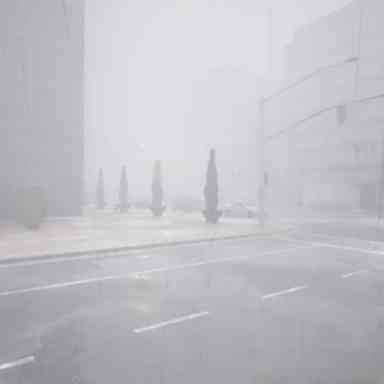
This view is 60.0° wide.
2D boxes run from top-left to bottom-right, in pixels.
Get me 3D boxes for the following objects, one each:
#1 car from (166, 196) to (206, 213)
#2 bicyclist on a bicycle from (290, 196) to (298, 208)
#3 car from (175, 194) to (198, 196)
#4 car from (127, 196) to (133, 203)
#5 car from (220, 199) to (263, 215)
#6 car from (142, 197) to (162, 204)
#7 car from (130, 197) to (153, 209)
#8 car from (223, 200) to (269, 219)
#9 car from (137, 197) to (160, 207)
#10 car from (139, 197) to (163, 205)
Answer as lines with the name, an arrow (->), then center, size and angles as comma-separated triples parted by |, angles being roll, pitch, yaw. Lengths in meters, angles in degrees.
car -> -0.502, 1.524, 37.675 | 2.128, 1.511, 4.902 | 0, 0, -35
bicyclist on a bicycle -> 13.640, 1.356, 44.463 | 1.656, 1.620, 0.582 | 0, 0, -35
car -> -0.181, 1.259, 43.326 | 2.150, 2.045, 5.566 | 0, 0, -35
car -> -13.125, 1.555, 68.150 | 2.128, 1.511, 4.902 | 0, 0, -35
car -> 5.187, 1.563, 35.629 | 1.812, 1.442, 4.674 | 0, 0, -35
car -> -8.108, 1.649, 67.235 | 1.895, 1.301, 4.718 | 0, 0, -35
car -> -6.301, 1.633, 45.992 | 1.895, 1.301, 4.718 | 0, 0, -35
car -> 4.794, 1.558, 30.085 | 1.812, 1.442, 4.674 | 0, 0, -35
car -> -7.031, 1.601, 53.185 | 1.994, 1.385, 4.181 | 0, 0, -34
car -> -7.397, 1.590, 60.131 | 2.033, 1.411, 5.357 | 0, 0, -35
